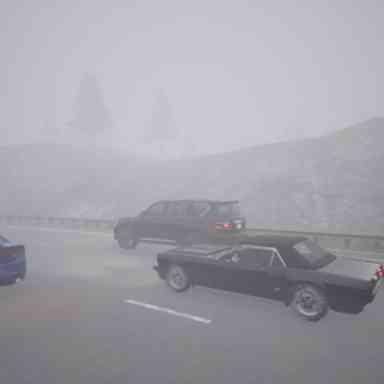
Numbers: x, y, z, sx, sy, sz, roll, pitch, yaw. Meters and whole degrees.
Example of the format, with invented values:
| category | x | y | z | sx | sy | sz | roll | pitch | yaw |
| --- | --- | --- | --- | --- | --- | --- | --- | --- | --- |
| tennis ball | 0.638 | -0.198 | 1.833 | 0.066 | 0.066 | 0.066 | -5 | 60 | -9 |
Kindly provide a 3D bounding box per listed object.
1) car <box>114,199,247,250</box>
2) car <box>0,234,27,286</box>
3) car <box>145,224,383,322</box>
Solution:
| category | x | y | z | sx | sy | sz | roll | pitch | yaw |
| --- | --- | --- | --- | --- | --- | --- | --- | --- | --- |
| car | -0.577 | 1.275 | 12.976 | 5.566 | 2.045 | 2.150 | 0 | 0 | 35 |
| car | -6.179 | 1.542 | 8.333 | 5.008 | 1.535 | 1.882 | 0 | 0 | 34 |
| car | 1.414 | 1.621 | 7.284 | 4.718 | 1.301 | 1.895 | 0 | 0 | 35 |
